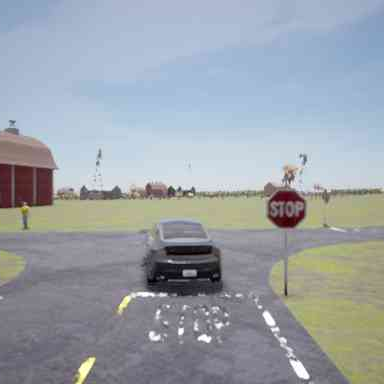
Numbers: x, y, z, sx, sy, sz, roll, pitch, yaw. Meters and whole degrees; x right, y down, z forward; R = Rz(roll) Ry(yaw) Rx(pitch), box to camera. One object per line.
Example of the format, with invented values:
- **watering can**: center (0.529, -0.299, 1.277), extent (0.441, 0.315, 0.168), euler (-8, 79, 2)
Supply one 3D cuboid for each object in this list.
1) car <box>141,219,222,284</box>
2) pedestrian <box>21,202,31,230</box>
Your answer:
- **car**: center (-0.449, 1.552, 9.805), extent (1.837, 1.490, 4.892), euler (0, 0, -9)
- **pedestrian**: center (-11.212, 1.590, 22.405), extent (0.375, 1.860, 0.375), euler (0, 0, 4)
